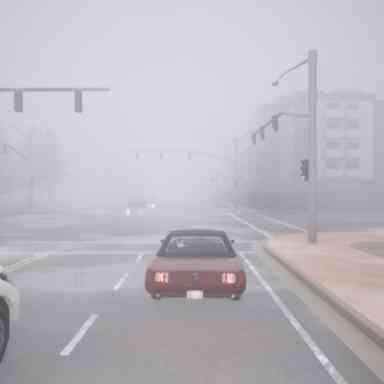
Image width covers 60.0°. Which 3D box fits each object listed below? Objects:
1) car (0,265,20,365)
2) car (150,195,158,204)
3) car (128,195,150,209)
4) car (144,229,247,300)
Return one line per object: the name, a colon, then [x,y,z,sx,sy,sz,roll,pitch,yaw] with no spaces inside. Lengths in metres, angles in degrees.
car: [-3.455,1.212,2.187,2.150,2.045,5.566,0,0,1]
car: [-7.059,1.259,57.571,2.128,1.511,4.902,0,0,0]
car: [-7.084,1.302,43.448,1.882,1.535,5.008,0,0,0]
car: [0.132,1.567,8.245,1.895,1.301,4.718,0,0,2]
